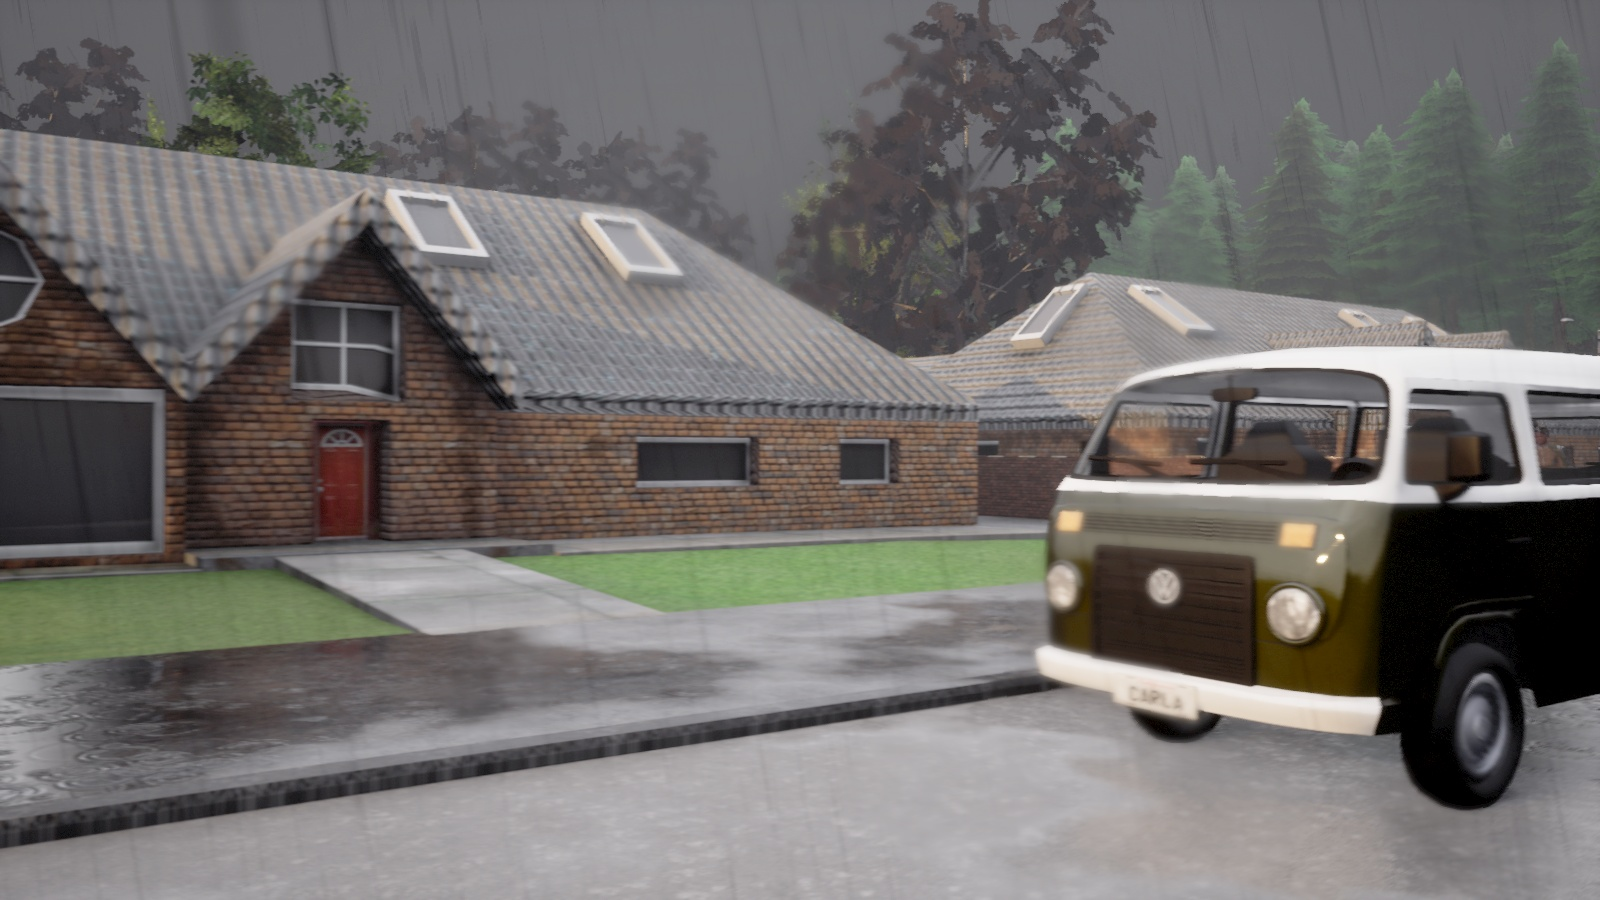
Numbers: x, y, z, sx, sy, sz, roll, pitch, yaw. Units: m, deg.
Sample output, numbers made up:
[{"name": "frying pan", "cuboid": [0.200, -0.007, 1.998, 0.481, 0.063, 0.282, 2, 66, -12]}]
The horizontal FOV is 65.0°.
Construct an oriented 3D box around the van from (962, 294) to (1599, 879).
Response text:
[{"name": "van", "cuboid": [3.214, 0.477, 6.506, 4.480, 2.038, 2.069, 0, 0, -35]}]
